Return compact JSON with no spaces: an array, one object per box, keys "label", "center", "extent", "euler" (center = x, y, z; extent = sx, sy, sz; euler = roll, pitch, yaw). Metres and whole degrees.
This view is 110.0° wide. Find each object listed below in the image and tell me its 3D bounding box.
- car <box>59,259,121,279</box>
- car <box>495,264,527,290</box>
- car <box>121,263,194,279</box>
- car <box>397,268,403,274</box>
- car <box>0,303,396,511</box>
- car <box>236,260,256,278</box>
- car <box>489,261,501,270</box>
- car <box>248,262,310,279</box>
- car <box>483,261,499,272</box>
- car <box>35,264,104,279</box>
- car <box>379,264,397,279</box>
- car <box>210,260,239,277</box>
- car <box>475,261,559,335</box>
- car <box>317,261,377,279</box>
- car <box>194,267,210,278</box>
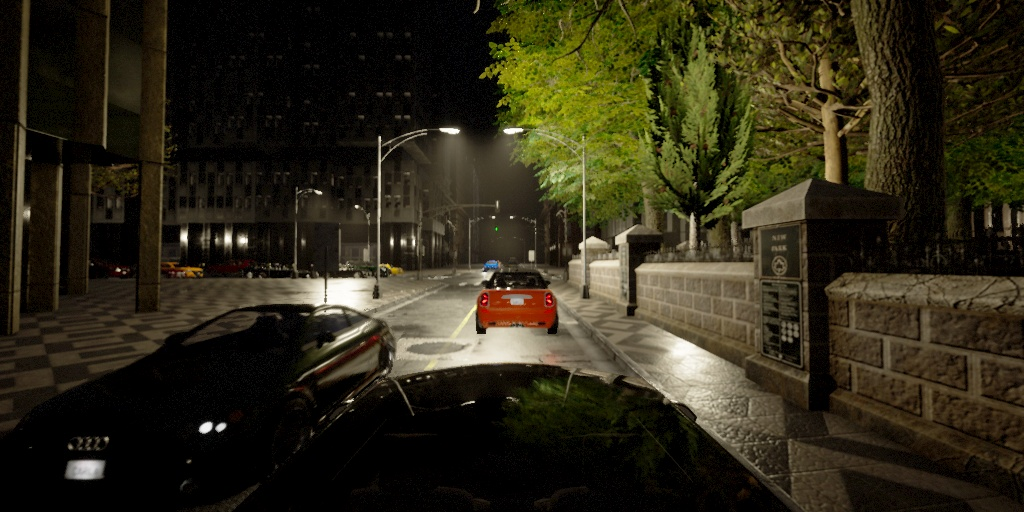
[{"label":"car","center":[-36.584,1.166,31.528],"extent":[5.009,1.841,2.192],"euler":[0,0,1]},{"label":"car","center":[-0.162,1.357,24.242],"extent":[1.837,1.490,4.892],"euler":[0,0,-4]},{"label":"car","center":[-31.071,1.425,31.477],"extent":[4.207,1.307,1.802],"euler":[0,0,1]},{"label":"car","center":[-14.634,1.560,39.849],"extent":[4.829,1.417,1.751],"euler":[0,0,1]},{"label":"car","center":[-2.993,1.325,4.514],"extent":[1.994,1.385,4.181],"euler":[0,0,0]},{"label":"car","center":[-22.850,1.404,34.083],"extent":[4.892,1.490,1.837],"euler":[0,-1,1]},{"label":"car","center":[-2.864,1.551,60.983],"extent":[1.882,1.535,5.008],"euler":[0,0,1]},{"label":"car","center":[-20.046,1.394,31.376],"extent":[4.313,1.339,1.948],"euler":[0,0,1]},{"label":"car","center":[-2.912,1.490,51.536],"extent":[1.882,1.535,5.008],"euler":[0,0,2]},{"label":"car","center":[-42.286,1.492,34.305],"extent":[4.181,1.385,1.994],"euler":[0,-1,1]},{"label":"car","center":[-13.766,1.239,34.001],"extent":[4.553,1.767,2.097],"euler":[0,-1,0]},{"label":"car","center":[-31.000,1.372,39.999],"extent":[5.009,1.841,2.192],"euler":[0,0,1]},{"label":"car","center":[0.127,1.140,10.836],"extent":[2.097,1.767,4.553],"euler":[0,0,0]},{"label":"car","center":[-14.533,1.371,31.325],"extent":[4.403,1.370,2.007],"euler":[0,0,1]},{"label":"car","center":[-32.355,1.390,34.178],"extent":[5.008,1.535,1.882],"euler":[0,-1,0]}]
